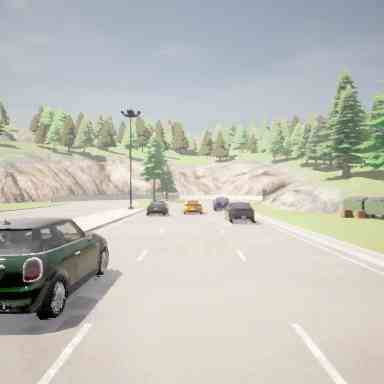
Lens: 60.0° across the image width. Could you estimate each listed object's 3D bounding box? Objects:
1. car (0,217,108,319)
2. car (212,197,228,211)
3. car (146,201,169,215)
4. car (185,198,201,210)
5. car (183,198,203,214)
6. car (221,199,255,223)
[{"bbox_3d":[-3.404,1.352,7.528,2.097,1.767,4.553,0,0,0],"label":"car"},{"bbox_3d":[3.598,1.352,40.718,2.097,1.767,4.553,0,0,0],"label":"car"},{"bbox_3d":[-3.407,1.563,33.513,1.994,1.385,4.181,0,0,0],"label":"car"},{"bbox_3d":[0.128,1.547,44.504,2.033,1.411,5.357,0,0,1],"label":"car"},{"bbox_3d":[0.088,1.478,34.677,1.882,1.535,5.008,0,0,0],"label":"car"},{"bbox_3d":[3.595,1.504,25.547,1.837,1.490,4.892,0,0,0],"label":"car"}]
